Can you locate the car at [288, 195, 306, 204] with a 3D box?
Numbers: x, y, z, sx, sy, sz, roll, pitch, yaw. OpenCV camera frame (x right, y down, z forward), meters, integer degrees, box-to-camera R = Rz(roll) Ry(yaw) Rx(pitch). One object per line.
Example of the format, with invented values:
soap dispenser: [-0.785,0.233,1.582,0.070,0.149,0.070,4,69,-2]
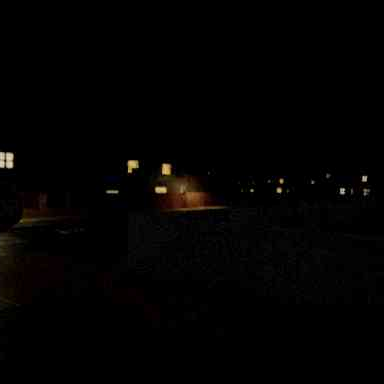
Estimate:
car: [14.368,1.408,45.003,1.994,1.385,4.181,2,1,17]

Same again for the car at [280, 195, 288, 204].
car: [16.053,1.263,55.855,1.812,1.442,4.674,2,1,2]
